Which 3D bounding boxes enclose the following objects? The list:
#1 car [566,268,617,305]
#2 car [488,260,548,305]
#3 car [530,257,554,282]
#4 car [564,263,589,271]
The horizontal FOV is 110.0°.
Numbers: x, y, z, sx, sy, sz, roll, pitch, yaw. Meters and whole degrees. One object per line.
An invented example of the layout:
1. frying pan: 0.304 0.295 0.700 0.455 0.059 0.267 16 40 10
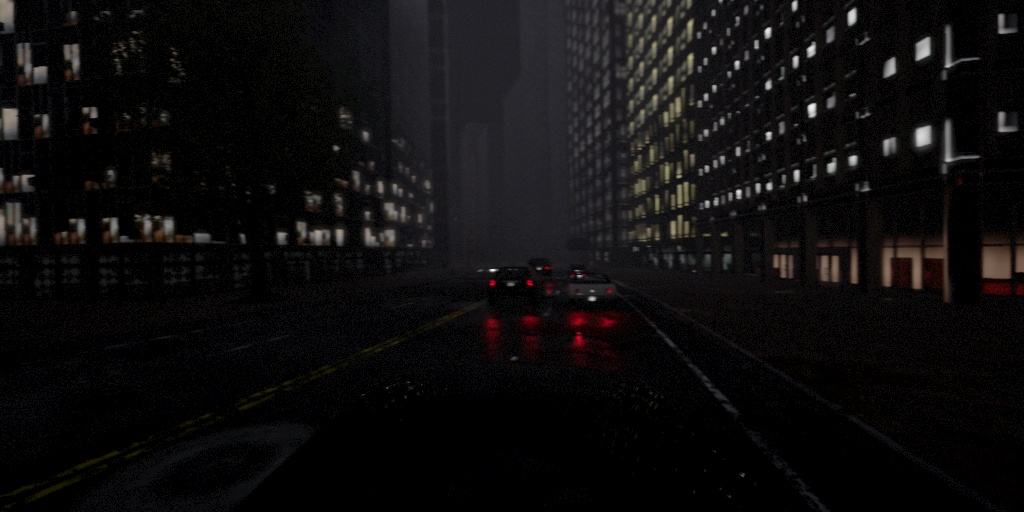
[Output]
1. car: 3.538 1.398 16.274 1.895 1.301 4.718 -1 0 10
2. car: 0.328 1.202 16.812 2.097 1.767 4.553 -1 -1 10
3. car: 2.480 1.144 31.746 2.150 2.045 5.566 -1 0 6
4. car: 5.743 1.379 31.645 1.837 1.490 4.892 -1 0 6
